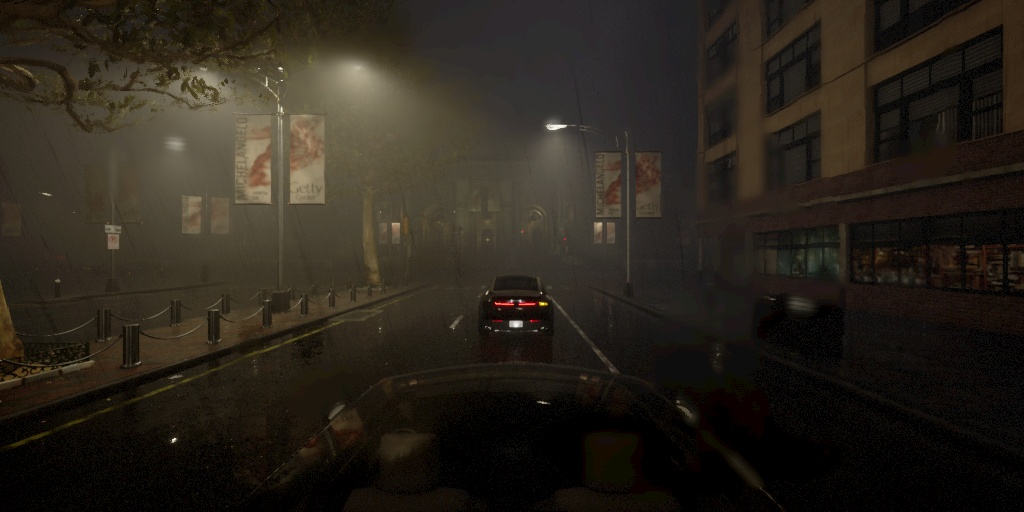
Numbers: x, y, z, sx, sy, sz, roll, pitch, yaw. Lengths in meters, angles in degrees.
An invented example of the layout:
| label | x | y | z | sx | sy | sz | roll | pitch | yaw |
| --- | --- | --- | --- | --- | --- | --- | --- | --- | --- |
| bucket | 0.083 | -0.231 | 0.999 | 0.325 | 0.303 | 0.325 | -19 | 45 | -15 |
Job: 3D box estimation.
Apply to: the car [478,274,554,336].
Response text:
| label | x | y | z | sx | sy | sz | roll | pitch | yaw |
| --- | --- | --- | --- | --- | --- | --- | --- | --- | --- |
| car | 0.126 | 1.255 | 10.340 | 1.837 | 1.490 | 4.892 | 0 | 0 | 1 |

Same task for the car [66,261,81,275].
| label | x | y | z | sx | sy | sz | roll | pitch | yaw |
| --- | --- | --- | --- | --- | --- | --- | --- | --- | --- |
| car | -48.136 | 1.242 | 38.411 | 4.902 | 1.511 | 2.128 | 0 | 0 | 0 |

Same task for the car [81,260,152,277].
| label | x | y | z | sx | sy | sz | roll | pitch | yaw |
| --- | --- | --- | --- | --- | --- | --- | --- | --- | --- |
| car | -38.392 | 1.314 | 34.870 | 4.181 | 1.385 | 1.994 | 0 | 0 | 0 |

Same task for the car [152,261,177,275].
| label | x | y | z | sx | sy | sz | roll | pitch | yaw |
| --- | --- | --- | --- | --- | --- | --- | --- | --- | --- |
| car | -38.886 | 1.228 | 38.376 | 5.008 | 1.535 | 1.882 | 0 | 0 | 0 |

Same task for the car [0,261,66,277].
| label | x | y | z | sx | sy | sz | roll | pitch | yaw |
| --- | --- | --- | --- | --- | --- | --- | --- | --- | --- |
| car | -47.252 | 1.255 | 34.903 | 4.892 | 1.490 | 1.837 | 0 | 0 | 0 |
